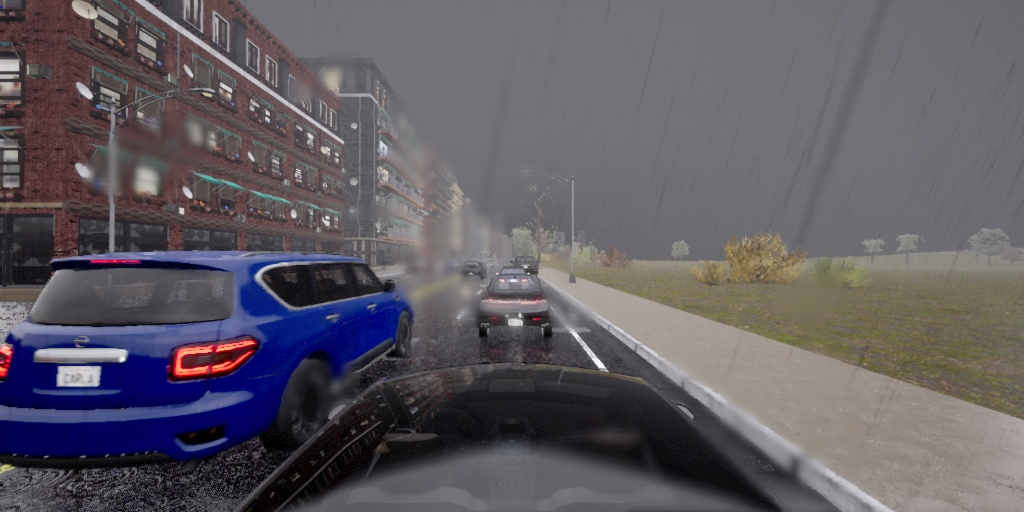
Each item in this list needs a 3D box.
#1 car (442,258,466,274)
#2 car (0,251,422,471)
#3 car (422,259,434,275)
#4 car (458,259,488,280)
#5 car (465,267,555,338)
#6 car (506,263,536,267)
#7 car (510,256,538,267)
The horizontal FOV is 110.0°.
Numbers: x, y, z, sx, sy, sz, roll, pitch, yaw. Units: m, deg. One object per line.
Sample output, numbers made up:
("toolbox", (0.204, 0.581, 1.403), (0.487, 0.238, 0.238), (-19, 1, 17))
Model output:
("car", (-6.693, 1.106, 41.318), (2.097, 1.767, 4.553), (0, 0, 0))
("car", (-3.158, 0.971, 5.291), (2.150, 2.045, 5.566), (0, 0, 0))
("car", (-9.938, 1.106, 38.891), (2.097, 1.767, 4.553), (0, 0, 0))
("car", (-3.219, 1.255, 31.306), (1.837, 1.490, 4.892), (0, -1, 0))
("car", (0.081, 1.243, 10.260), (2.128, 1.511, 4.902), (0, 0, 0))
("car", (0.060, 1.301, 20.700), (2.033, 1.411, 5.357), (0, 0, 0))
("car", (1.070, 0.979, 30.912), (2.150, 2.045, 5.566), (0, 0, 0))
